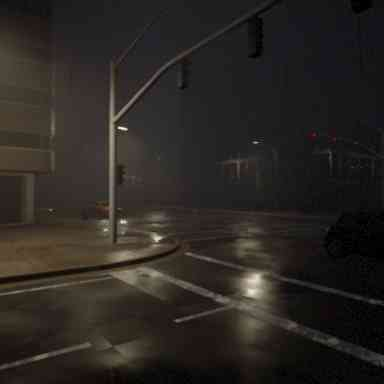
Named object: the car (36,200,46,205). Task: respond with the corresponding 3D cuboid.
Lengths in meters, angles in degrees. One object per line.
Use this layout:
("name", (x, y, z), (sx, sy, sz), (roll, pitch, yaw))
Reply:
("car", (-22.972, 1.514, 51.552), (1.994, 1.385, 4.181), (0, 0, -36))

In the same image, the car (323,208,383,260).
("car", (6.802, 1.452, 10.924), (2.097, 1.767, 4.553), (0, 0, -36))

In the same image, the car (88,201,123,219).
("car", (-8.189, 1.621, 31.380), (1.882, 1.535, 5.008), (0, 0, -36))
